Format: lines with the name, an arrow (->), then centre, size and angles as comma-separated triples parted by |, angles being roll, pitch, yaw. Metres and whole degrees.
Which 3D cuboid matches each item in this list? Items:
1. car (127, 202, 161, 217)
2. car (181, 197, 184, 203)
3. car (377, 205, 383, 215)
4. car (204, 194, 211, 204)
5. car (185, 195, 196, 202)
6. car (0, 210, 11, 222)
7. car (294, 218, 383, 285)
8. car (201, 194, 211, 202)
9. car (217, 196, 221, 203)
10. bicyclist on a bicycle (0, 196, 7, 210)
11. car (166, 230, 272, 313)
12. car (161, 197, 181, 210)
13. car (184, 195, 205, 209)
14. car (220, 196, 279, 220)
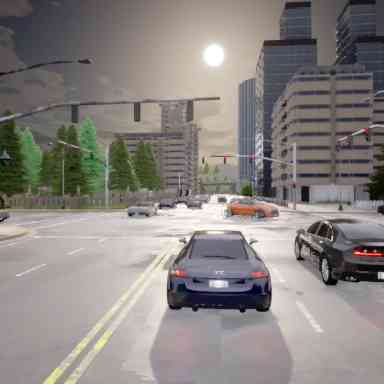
car -> -4.518, 1.601, 30.878 | 1.895, 1.301, 4.718 | 0, 0, 7
car -> -1.731, 1.547, 60.860 | 2.033, 1.411, 5.357 | 0, 0, 5
car -> 20.391, 1.478, 31.649 | 5.008, 1.535, 1.882 | 0, 0, 5
car -> 2.111, 1.506, 64.472 | 1.837, 1.490, 4.892 | 0, 0, 5
car -> -0.331, 1.537, 76.575 | 2.033, 1.411, 5.357 | 0, 0, 5
car -> -15.744, 1.601, 23.946 | 4.718, 1.301, 1.895 | 0, 0, 5
car -> 4.240, 1.505, 9.388 | 1.837, 1.490, 4.892 | 0, 0, 5
car -> 3.440, 1.341, 79.631 | 2.097, 1.767, 4.553 | 0, 0, 5
car -> 5.913, 1.504, 66.162 | 1.837, 1.490, 4.892 | 0, 0, 5
bicyclist on a bicycle -> -22.282, 1.301, 39.028 | 0.582, 1.620, 1.656 | 0, 0, 5
car -> 0.607, 1.564, 7.773 | 1.994, 1.385, 4.181 | 0, 0, 4
car -> -3.154, 1.547, 44.428 | 2.033, 1.411, 5.357 | 0, 0, 5
car -> 0.369, 1.505, 44.540 | 1.837, 1.490, 4.892 | 0, 0, 5
car -> 5.130, 1.352, 28.668 | 4.553, 1.767, 2.097 | 0, 0, 43
